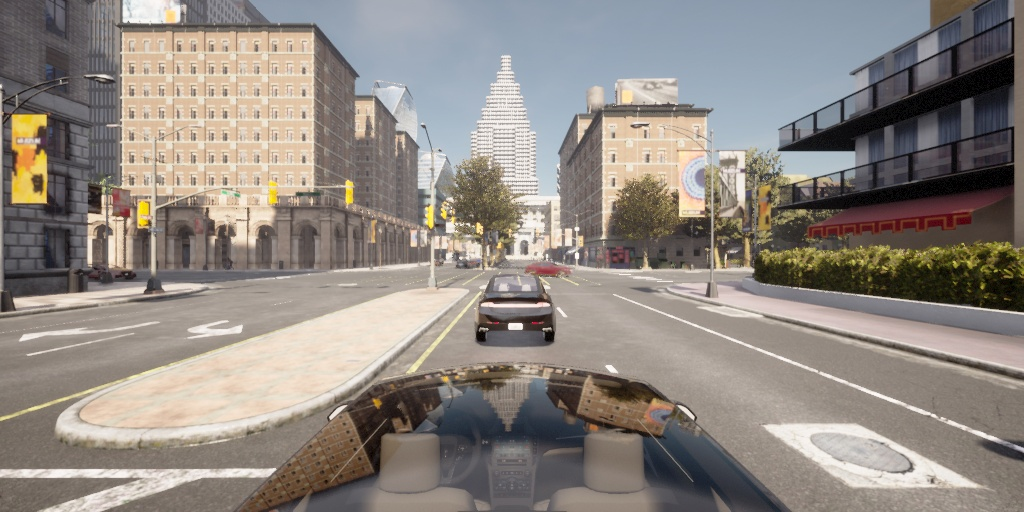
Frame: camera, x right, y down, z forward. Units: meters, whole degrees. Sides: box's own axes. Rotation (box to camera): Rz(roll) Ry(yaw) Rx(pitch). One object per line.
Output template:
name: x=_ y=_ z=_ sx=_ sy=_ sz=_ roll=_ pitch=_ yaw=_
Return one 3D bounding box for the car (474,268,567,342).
car: x=0.083 y=1.240 z=9.815 sx=2.128 sy=1.511 sz=4.902 roll=0 pitch=0 yaw=0

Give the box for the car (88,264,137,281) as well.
car: x=-33.463 y=1.310 z=29.274 sx=4.181 sy=1.385 sz=1.994 roll=0 pitch=0 yaw=0

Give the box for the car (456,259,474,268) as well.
car: x=-8.002 y=1.232 z=58.564 sx=2.128 sy=1.511 sz=4.902 roll=0 pitch=0 yaw=0

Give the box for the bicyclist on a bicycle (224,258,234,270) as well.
bicyclist on a bicycle: x=-37.237 y=1.044 z=47.225 sx=0.582 sy=1.620 sz=1.656 roll=0 pitch=0 yaw=0

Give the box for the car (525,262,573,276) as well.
car: x=3.491 y=1.271 z=34.518 sx=4.674 sy=1.442 sz=1.812 roll=0 pitch=0 yaw=22
